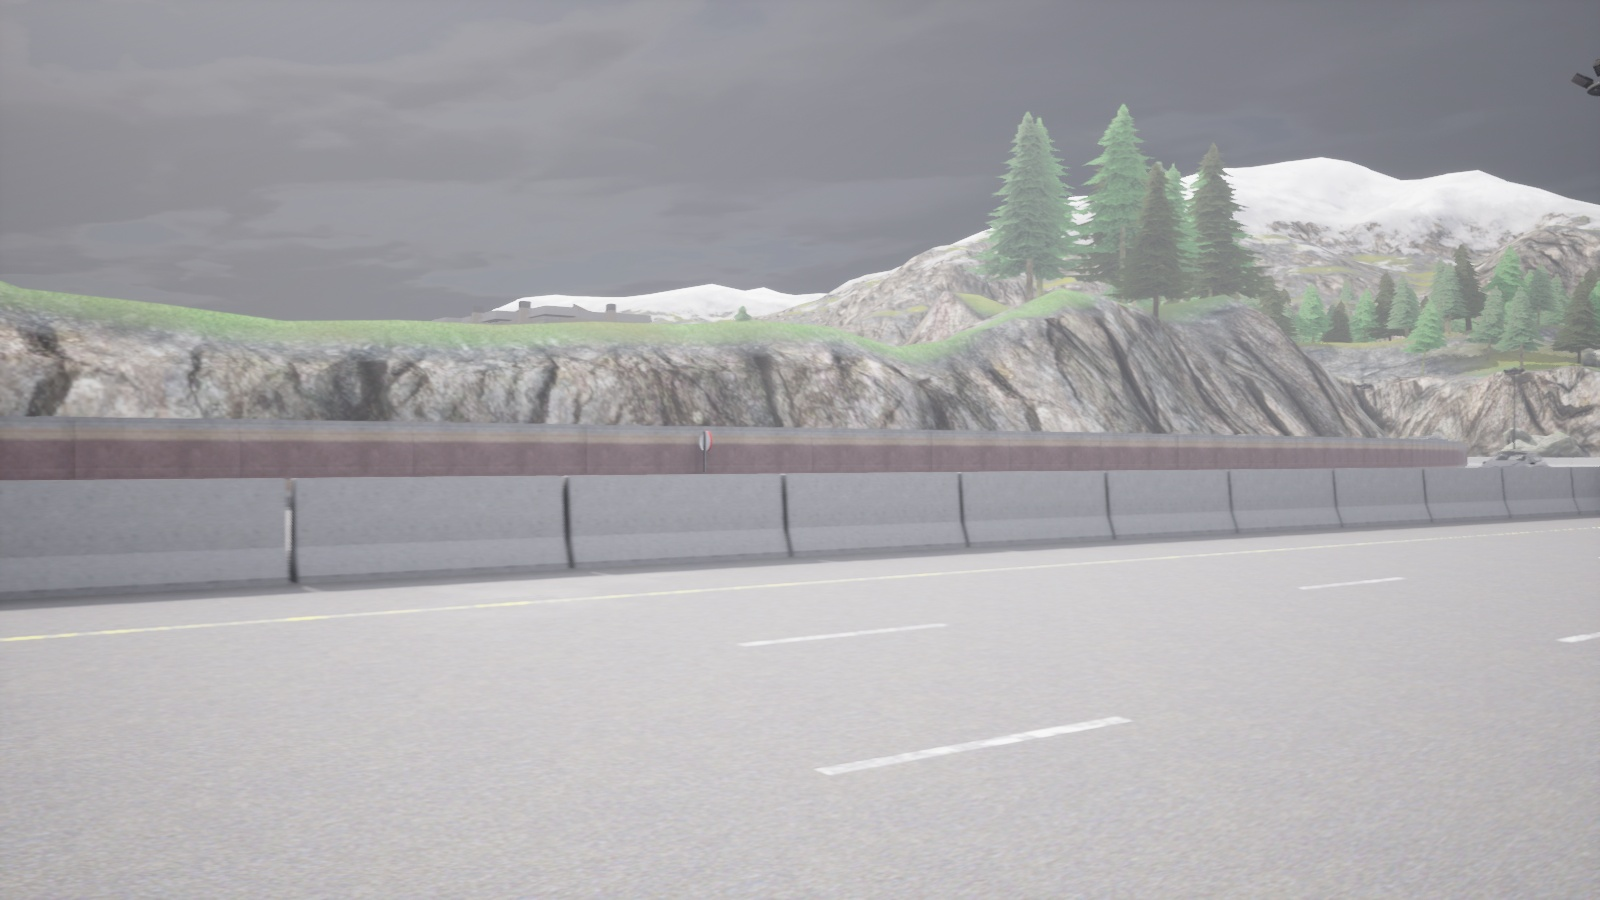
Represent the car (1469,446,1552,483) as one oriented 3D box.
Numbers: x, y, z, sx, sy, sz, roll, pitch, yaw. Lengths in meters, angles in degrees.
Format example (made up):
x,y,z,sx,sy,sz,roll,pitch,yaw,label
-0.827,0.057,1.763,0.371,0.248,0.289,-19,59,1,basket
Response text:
x,y,z,sx,sy,sz,roll,pitch,yaw,label
33.570,0.663,59.317,4.611,1.667,2.242,0,0,-45,car
